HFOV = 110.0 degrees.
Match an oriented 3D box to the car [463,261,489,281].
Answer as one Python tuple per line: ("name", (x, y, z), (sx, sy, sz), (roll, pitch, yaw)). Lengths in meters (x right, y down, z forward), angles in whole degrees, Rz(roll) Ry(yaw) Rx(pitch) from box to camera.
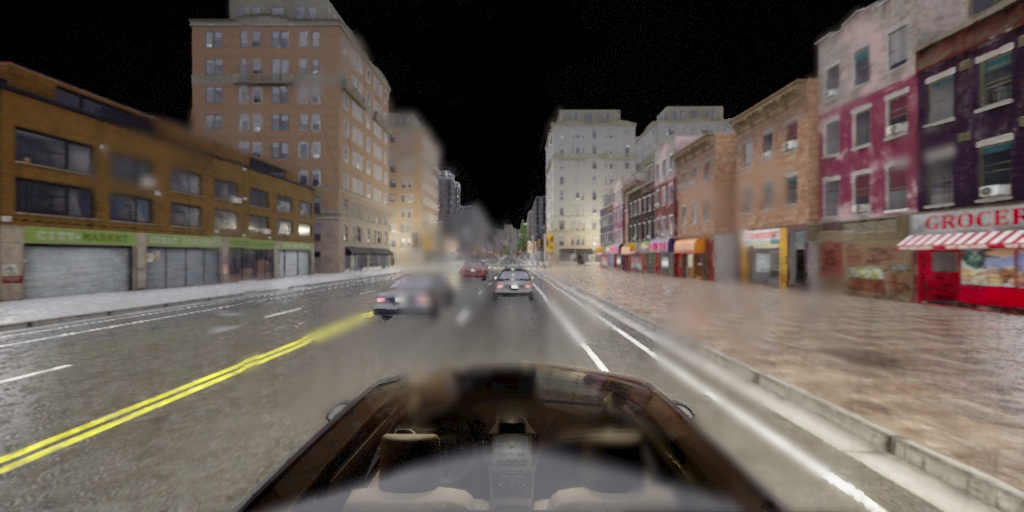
("car", (-3.134, 1.180, 31.291), (2.097, 1.767, 4.553), (0, 0, 0))

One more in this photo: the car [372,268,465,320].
("car", (-3.146, 1.317, 12.703), (2.033, 1.411, 5.357), (0, 0, 0))

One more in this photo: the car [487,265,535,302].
("car", (0.108, 1.329, 17.313), (2.033, 1.411, 5.357), (0, 0, 0))
